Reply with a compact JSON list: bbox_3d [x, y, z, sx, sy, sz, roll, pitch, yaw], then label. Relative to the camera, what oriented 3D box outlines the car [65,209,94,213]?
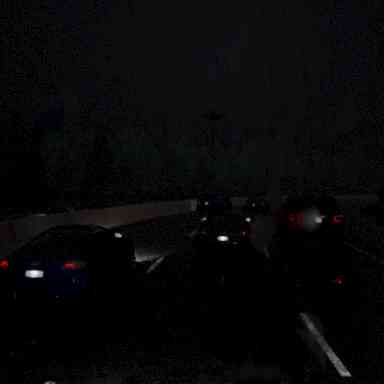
[{"bbox_3d":[-9.341,1.294,29.701,2.128,1.511,4.902,0,0,17],"label":"car"}]

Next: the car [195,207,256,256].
[{"bbox_3d":[1.320,1.493,12.946,1.994,1.385,4.181,0,0,9],"label":"car"}]

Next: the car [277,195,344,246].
[{"bbox_3d":[5.176,1.150,15.069,2.150,2.045,5.566,0,0,10],"label":"car"}]

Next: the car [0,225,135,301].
[{"bbox_3d":[-2.808,1.508,8.293,1.994,1.385,4.181,0,0,5],"label":"car"}]

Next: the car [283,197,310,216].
[{"bbox_3d":[10.119,1.339,31.855,2.128,1.511,4.902,0,0,21],"label":"car"}]

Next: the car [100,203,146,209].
[{"bbox_3d":[-5.716,1.305,29.612,2.128,1.511,4.902,0,0,18],"label":"car"}]

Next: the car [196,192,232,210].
[{"bbox_3d":[2.098,1.053,30.480,2.150,2.045,5.566,0,0,19],"label":"car"}]

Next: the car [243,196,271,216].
[{"bbox_3d":[6.176,1.191,31.296,2.097,1.767,4.553,0,0,20],"label":"car"}]
